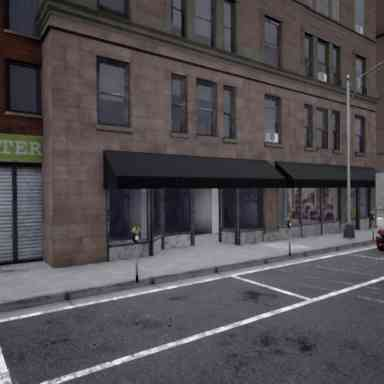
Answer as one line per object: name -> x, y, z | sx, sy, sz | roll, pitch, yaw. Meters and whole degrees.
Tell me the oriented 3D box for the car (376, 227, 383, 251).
car -> 8.843, 1.537, 12.855 | 4.507, 1.381, 1.887 | 0, -1, -36
